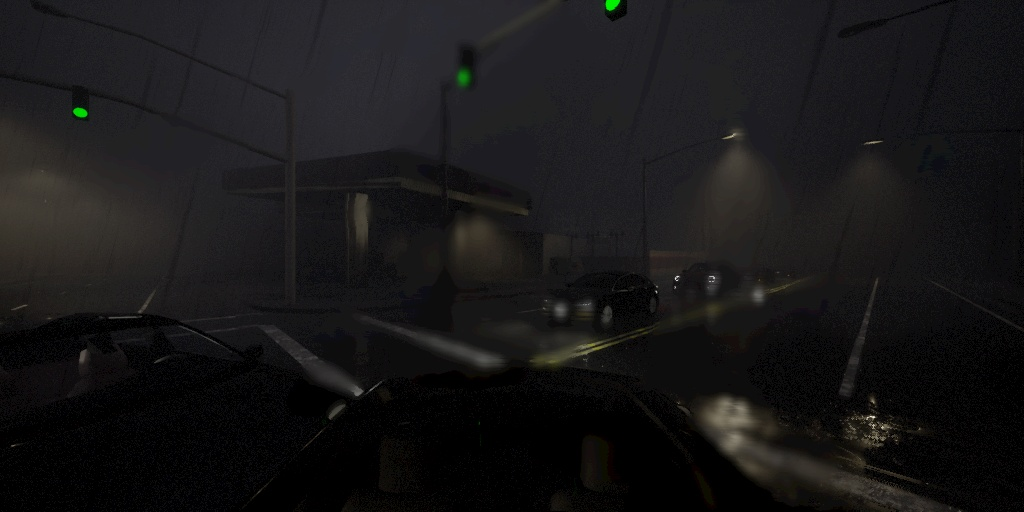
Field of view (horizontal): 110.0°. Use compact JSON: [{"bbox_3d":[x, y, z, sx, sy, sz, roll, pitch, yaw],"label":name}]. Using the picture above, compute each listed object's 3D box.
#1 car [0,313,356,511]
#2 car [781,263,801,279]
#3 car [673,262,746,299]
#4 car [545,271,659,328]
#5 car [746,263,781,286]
[{"bbox_3d":[-3.379,1.242,2.693,4.902,1.511,2.128,0,0,16],"label":"car"},{"bbox_3d":[24.304,1.314,32.075,4.181,1.385,1.994,0,0,-44],"label":"car"},{"bbox_3d":[10.018,1.102,18.341,4.553,1.767,2.097,0,0,-44],"label":"car"},{"bbox_3d":[3.069,1.255,11.608,4.892,1.490,1.837,0,0,-44],"label":"car"},{"bbox_3d":[17.056,1.314,25.138,4.181,1.385,1.994,0,0,-45],"label":"car"}]
